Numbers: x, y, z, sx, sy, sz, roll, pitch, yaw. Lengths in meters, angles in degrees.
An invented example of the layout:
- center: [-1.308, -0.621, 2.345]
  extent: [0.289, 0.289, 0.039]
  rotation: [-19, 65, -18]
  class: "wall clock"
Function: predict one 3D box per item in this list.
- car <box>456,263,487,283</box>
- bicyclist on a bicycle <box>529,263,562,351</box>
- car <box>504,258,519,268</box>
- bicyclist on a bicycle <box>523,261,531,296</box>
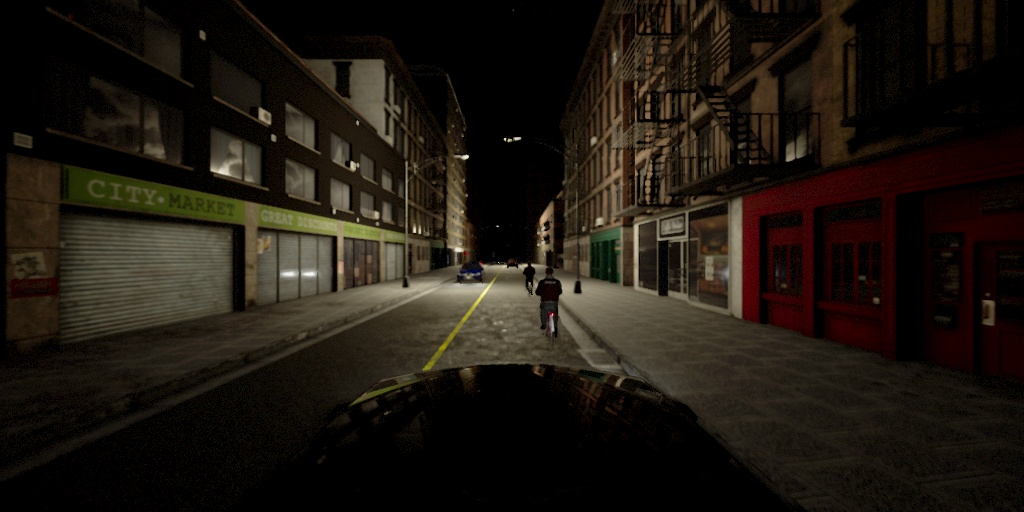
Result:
- center: [-3.099, 1.274, 27.898]
  extent: [1.812, 1.442, 4.674]
  rotation: [0, 0, 0]
  class: "car"
- center: [0.825, 1.120, 8.127]
  extent: [0.659, 1.776, 1.843]
  rotation: [0, 0, 0]
  class: "bicyclist on a bicycle"
- center: [0.097, 1.278, 59.146]
  extent: [2.033, 1.411, 5.357]
  rotation: [0, 0, 0]
  class: "car"
- center: [0.826, 1.120, 17.128]
  extent: [0.659, 1.776, 1.843]
  rotation: [0, 0, 0]
  class: "bicyclist on a bicycle"
